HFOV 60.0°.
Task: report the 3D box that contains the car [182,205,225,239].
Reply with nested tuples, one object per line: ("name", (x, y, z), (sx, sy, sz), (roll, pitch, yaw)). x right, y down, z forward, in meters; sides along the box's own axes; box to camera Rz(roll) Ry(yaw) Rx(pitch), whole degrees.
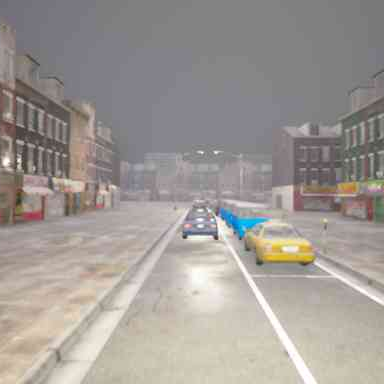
("car", (0.450, 1.678, 18.172), (2.033, 1.411, 5.357), (0, 0, 1))

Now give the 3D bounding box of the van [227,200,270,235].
("van", (2.993, 1.481, 17.350), (1.690, 1.788, 3.998), (0, 0, 1))

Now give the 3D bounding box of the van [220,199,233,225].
("van", (3.118, 1.522, 23.009), (1.690, 1.788, 3.998), (0, 0, 1))

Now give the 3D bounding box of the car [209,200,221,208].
("car", (3.863, 2.015, 56.959), (1.802, 1.307, 4.206), (0, 0, 1))

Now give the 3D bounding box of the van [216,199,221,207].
("van", (3.242, 1.564, 28.667), (1.690, 1.788, 3.998), (0, 0, 1))

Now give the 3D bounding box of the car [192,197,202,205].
("car", (1.117, 1.964, 71.342), (1.967, 1.590, 4.097), (0, 0, 1))

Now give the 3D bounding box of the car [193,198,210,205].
("car", (1.028, 1.820, 45.377), (2.128, 1.511, 4.902), (0, -1, 1))

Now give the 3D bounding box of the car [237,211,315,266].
("car", (2.871, 1.626, 11.860), (1.752, 1.417, 4.829), (0, 0, 1))

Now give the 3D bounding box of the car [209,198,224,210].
("car", (3.739, 1.830, 51.301), (1.967, 1.590, 4.097), (0, 0, 1))

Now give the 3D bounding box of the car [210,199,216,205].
("car", (3.367, 1.579, 34.326), (2.192, 1.841, 5.009), (0, 0, 1))

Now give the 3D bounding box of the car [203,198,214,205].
("car", (3.480, 2.084, 70.787), (2.008, 1.369, 4.403), (0, 0, 1))

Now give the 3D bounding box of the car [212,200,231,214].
("car", (3.490, 1.746, 39.984), (1.967, 1.590, 4.097), (0, 0, 1))
